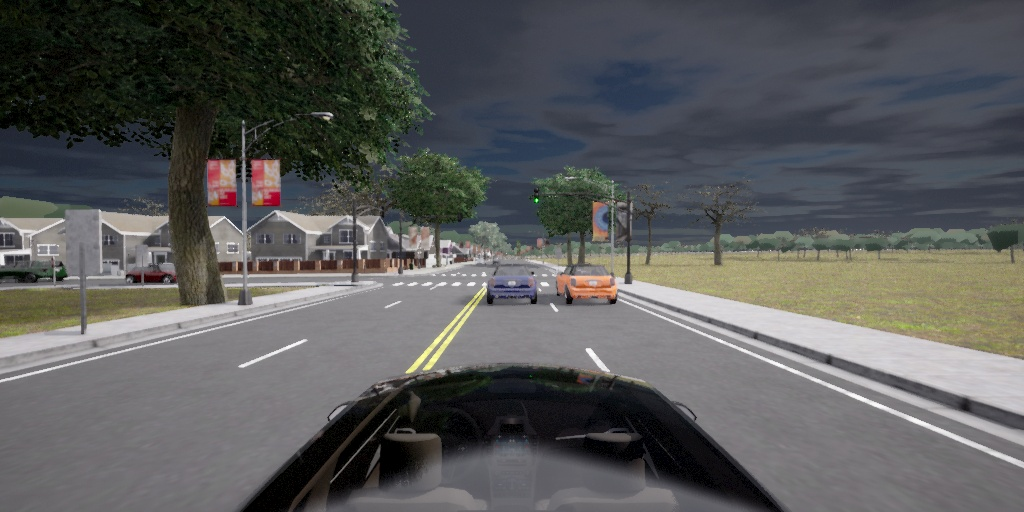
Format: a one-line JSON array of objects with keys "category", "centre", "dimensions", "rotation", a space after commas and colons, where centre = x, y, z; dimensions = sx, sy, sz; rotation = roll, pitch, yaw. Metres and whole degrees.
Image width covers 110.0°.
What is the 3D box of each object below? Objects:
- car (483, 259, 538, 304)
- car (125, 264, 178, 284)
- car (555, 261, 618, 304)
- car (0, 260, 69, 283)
[{"category": "car", "centre": [0.000, 1.108, 16.472], "dimensions": [2.097, 1.767, 4.553], "rotation": [0, 0, 0]}, {"category": "car", "centre": [-28.934, 1.447, 29.673], "dimensions": [4.553, 1.767, 2.097], "rotation": [-1, 1, 0]}, {"category": "car", "centre": [3.250, 1.108, 16.472], "dimensions": [2.097, 1.767, 4.553], "rotation": [0, 0, 0]}, {"category": "car", "centre": [-43.915, 1.422, 32.535], "dimensions": [5.566, 2.045, 2.150], "rotation": [-1, 1, 0]}]
